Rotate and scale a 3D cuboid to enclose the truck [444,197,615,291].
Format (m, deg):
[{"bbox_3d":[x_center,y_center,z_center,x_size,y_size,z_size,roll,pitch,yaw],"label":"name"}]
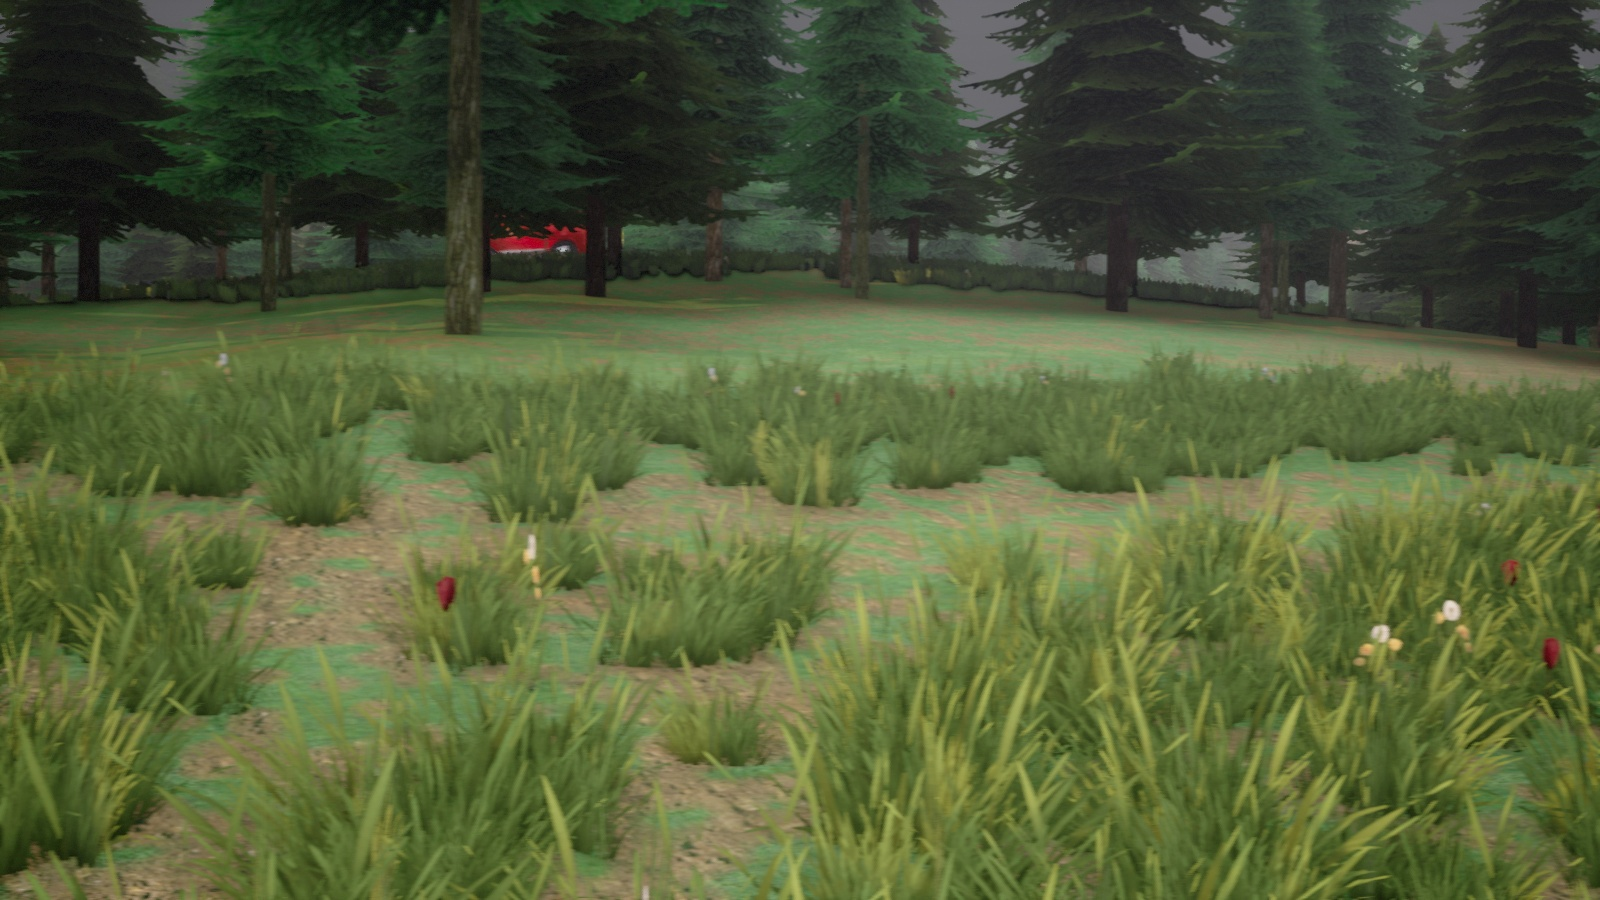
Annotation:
[{"bbox_3d":[-9.363,-7.141,43.851,5.204,2.467,2.627,-4,1,2],"label":"truck"}]
